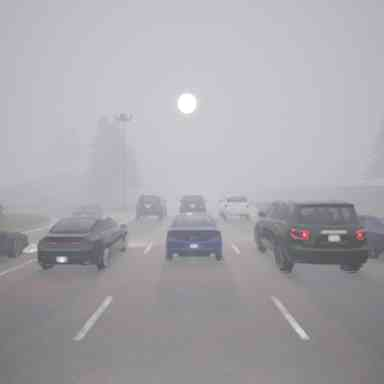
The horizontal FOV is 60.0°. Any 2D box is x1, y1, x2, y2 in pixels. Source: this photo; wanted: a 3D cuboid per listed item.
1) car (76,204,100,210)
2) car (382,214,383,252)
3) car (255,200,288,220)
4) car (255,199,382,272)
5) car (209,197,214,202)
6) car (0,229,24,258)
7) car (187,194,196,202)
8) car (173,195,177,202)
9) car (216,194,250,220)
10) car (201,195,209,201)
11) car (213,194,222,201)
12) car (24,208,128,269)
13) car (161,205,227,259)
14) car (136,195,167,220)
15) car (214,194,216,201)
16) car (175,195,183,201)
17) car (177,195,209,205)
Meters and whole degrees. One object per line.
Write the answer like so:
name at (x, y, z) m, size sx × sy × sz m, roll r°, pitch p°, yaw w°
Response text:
car at (-7.684, 1.591, 24.789) m, size 2.033 × 1.411 × 5.357 m, roll 0°, pitch 0°, yaw -10°
car at (7.077, 1.549, 12.788) m, size 1.812 × 1.442 × 4.674 m, roll 0°, pitch 0°, yaw 0°
car at (7.074, 1.559, 30.063) m, size 1.837 × 1.490 × 4.892 m, roll 0°, pitch 0°, yaw 0°
car at (3.564, 1.244, 10.992) m, size 2.150 × 2.045 × 5.566 m, roll 0°, pitch 0°, yaw 0°
car at (3.469, 1.673, 80.231) m, size 2.033 × 1.411 × 5.357 m, roll 0°, pitch 0°, yaw 0°
car at (-6.937, 1.565, 9.859) m, size 2.033 × 1.411 × 5.357 m, roll 0°, pitch 0°, yaw 0°
car at (-0.031, 1.472, 81.034) m, size 2.097 × 1.767 × 4.553 m, roll 0°, pitch 0°, yaw 0°
car at (-3.531, 1.471, 81.032) m, size 2.097 × 1.767 × 4.553 m, roll 0°, pitch 0°, yaw 0°
car at (3.573, 1.272, 28.737) m, size 2.150 × 2.045 × 5.566 m, roll 0°, pitch 0°, yaw 0°
car at (3.465, 1.592, 90.656) m, size 2.033 × 1.411 × 5.357 m, roll 0°, pitch 0°, yaw 0°
car at (6.965, 1.434, 91.460) m, size 2.097 × 1.767 × 4.553 m, roll 0°, pitch 0°, yaw 0°
car at (-3.429, 1.526, 11.231) m, size 1.837 × 1.490 × 4.892 m, roll 0°, pitch 0°, yaw 0°
car at (0.074, 1.500, 12.692) m, size 1.882 × 1.535 × 5.008 m, roll 0°, pitch 0°, yaw 0°
car at (-3.426, 1.271, 28.683) m, size 2.150 × 2.045 × 5.566 m, roll 0°, pitch 0°, yaw 0°
car at (6.969, 1.661, 81.449) m, size 2.128 × 1.511 × 4.902 m, roll 0°, pitch 0°, yaw 0°
car at (-3.535, 1.591, 90.653) m, size 2.033 × 1.411 × 5.357 m, roll 0°, pitch 0°, yaw 0°
car at (0.074, 1.272, 28.738) m, size 2.150 × 2.045 × 5.566 m, roll 0°, pitch 0°, yaw 0°
